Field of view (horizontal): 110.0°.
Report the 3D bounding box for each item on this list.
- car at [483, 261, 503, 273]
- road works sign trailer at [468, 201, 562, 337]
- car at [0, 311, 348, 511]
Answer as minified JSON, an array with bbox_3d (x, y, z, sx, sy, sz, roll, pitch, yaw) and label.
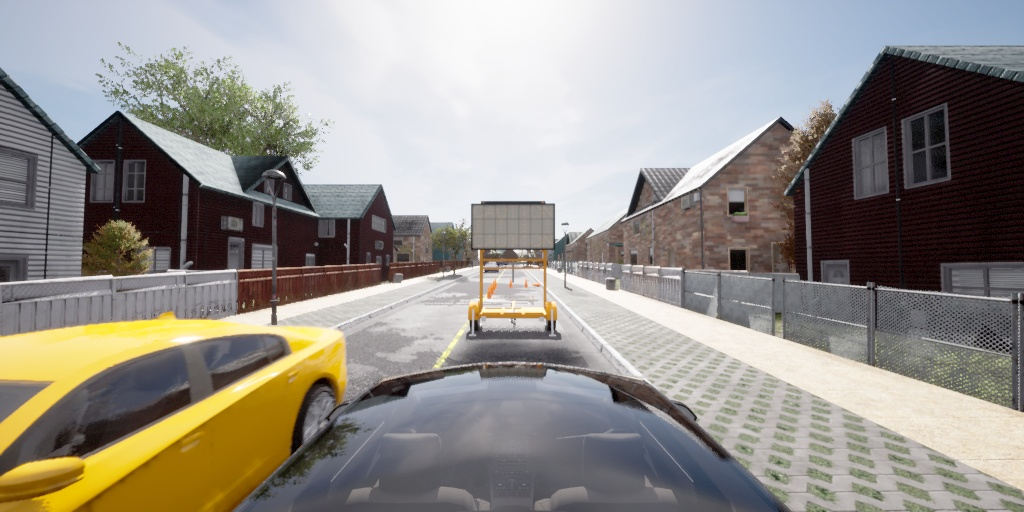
[{"bbox_3d":[-2.665,1.485,46.287,2.033,1.411,5.357,0,0,0],"label":"car"},{"bbox_3d":[0.033,0.226,10.369,2.380,3.560,2.880,0,0,1],"label":"road works sign trailer"},{"bbox_3d":[-2.846,1.227,2.125,1.882,1.535,5.008,0,0,0],"label":"car"}]
